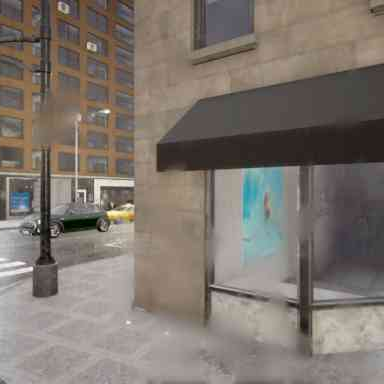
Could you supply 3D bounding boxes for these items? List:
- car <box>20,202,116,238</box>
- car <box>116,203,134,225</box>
[{"bbox_3d":[-6.674,1.366,17.848,2.097,1.767,4.553,0,0,36],"label":"car"},{"bbox_3d":[-4.871,1.548,24.673,1.752,1.417,4.829,0,0,36],"label":"car"}]
